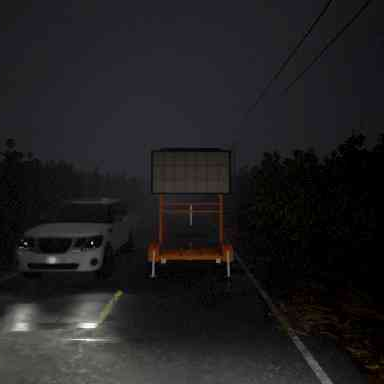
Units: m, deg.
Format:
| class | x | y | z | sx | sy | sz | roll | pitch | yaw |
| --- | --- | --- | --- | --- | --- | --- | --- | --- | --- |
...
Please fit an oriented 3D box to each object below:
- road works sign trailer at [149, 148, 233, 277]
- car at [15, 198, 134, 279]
| class | x | y | z | sx | sy | sz | roll | pitch | yaw |
| --- | --- | --- | --- | --- | --- | --- | --- | --- | --- |
| road works sign trailer | -0.031 | 0.464 | 10.200 | 2.380 | 3.560 | 2.880 | 0 | 0 | 0 |
| car | -3.232 | 1.222 | 10.435 | 2.150 | 2.045 | 5.566 | 0 | 0 | 0 |
